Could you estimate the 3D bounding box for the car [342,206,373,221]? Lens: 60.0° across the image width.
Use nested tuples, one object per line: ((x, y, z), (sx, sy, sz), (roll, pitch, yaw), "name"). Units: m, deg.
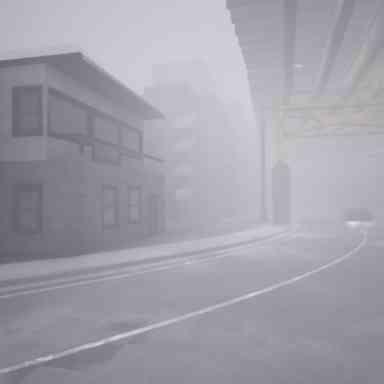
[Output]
((15.912, 2.068, 32.142), (1.994, 1.385, 4.181), (0, -1, 14), "car")
